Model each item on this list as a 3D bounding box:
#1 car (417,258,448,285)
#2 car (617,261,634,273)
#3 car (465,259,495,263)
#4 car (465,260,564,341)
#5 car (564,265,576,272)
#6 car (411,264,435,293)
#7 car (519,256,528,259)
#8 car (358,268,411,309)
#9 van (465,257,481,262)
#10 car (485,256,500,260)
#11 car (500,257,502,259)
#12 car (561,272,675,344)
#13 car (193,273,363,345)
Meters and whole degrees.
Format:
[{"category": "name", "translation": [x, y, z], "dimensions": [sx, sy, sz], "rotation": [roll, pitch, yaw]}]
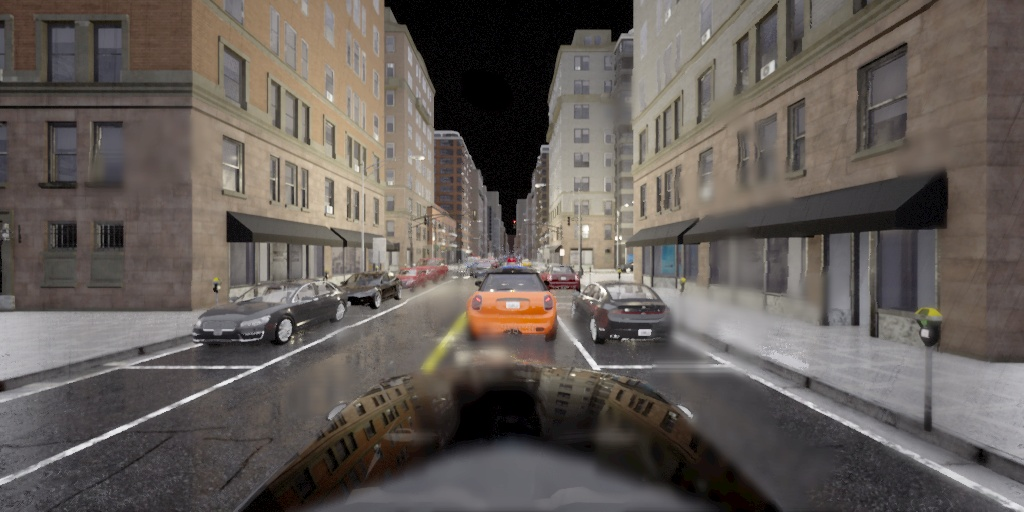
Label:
[{"category": "car", "translation": [-5.878, 1.054, 25.907], "dimensions": [2.192, 1.841, 5.009], "rotation": [0, 0, 0]}, {"category": "car", "translation": [14.531, 1.226, 41.052], "dimensions": [4.892, 1.490, 1.837], "rotation": [0, 0, 1]}, {"category": "car", "translation": [-2.569, 1.283, 31.961], "dimensions": [2.033, 1.411, 5.357], "rotation": [0, 0, -15]}, {"category": "car", "translation": [0.013, 1.099, 10.000], "dimensions": [2.097, 1.767, 4.553], "rotation": [0, 0, 0]}, {"category": "car", "translation": [2.653, 1.182, 20.417], "dimensions": [1.967, 1.591, 4.097], "rotation": [0, 0, 0]}, {"category": "car", "translation": [-5.873, 1.324, 20.384], "dimensions": [1.802, 1.307, 4.207], "rotation": [0, 0, 0]}, {"category": "car", "translation": [2.613, 1.241, 64.248], "dimensions": [1.751, 1.417, 4.829], "rotation": [0, 0, 0]}, {"category": "car", "translation": [-5.867, 1.311, 14.860], "dimensions": [1.948, 1.339, 4.313], "rotation": [0, 0, 0]}, {"category": "van", "translation": [-5.902, 1.063, 52.855], "dimensions": [1.690, 1.789, 3.998], "rotation": [0, 0, 0]}, {"category": "car", "translation": [-3.132, 1.200, 53.439], "dimensions": [1.882, 1.535, 5.008], "rotation": [0, 0, 0]}, {"category": "car", "translation": [-3.122, 1.242, 62.782], "dimensions": [1.812, 1.442, 4.674], "rotation": [0, 0, 0]}, {"category": "car", "translation": [2.663, 1.297, 9.366], "dimensions": [2.007, 1.370, 4.403], "rotation": [0, 0, 0]}, {"category": "car", "translation": [-5.863, 1.298, 9.335], "dimensions": [2.007, 1.370, 4.403], "rotation": [0, 0, 0]}]
